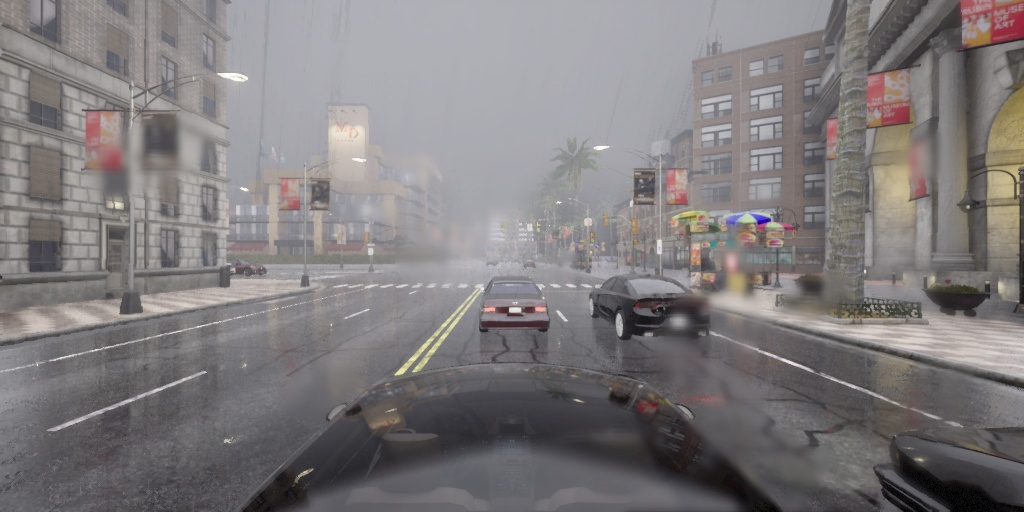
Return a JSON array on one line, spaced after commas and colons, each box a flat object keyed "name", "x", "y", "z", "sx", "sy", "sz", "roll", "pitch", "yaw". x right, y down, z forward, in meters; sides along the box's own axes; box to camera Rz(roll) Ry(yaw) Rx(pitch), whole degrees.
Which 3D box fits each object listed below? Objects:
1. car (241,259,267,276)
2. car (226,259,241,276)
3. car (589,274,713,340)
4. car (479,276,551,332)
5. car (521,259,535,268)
[{"name": "car", "x": -27.558, "y": 1.101, "z": 36.352, "sx": 4.553, "sy": 1.767, "sz": 2.097, "roll": 0, "pitch": 0, "yaw": -1}, {"name": "car", "x": -28.657, "y": 0.971, "z": 32.831, "sx": 5.566, "sy": 2.045, "sz": 2.150, "roll": 0, "pitch": 0, "yaw": -1}, {"name": "car", "x": 3.490, "y": 1.227, "z": 9.989, "sx": 1.882, "sy": 1.535, "sz": 5.008, "roll": 0, "pitch": 0, "yaw": 0}, {"name": "car", "x": 0.000, "y": 1.297, "z": 10.805, "sx": 2.033, "sy": 1.411, "sz": 5.357, "roll": 0, "pitch": 0, "yaw": -2}, {"name": "car", "x": 2.958, "y": 1.274, "z": 62.345, "sx": 1.812, "sy": 1.442, "sz": 4.674, "roll": 0, "pitch": 0, "yaw": 0}]
